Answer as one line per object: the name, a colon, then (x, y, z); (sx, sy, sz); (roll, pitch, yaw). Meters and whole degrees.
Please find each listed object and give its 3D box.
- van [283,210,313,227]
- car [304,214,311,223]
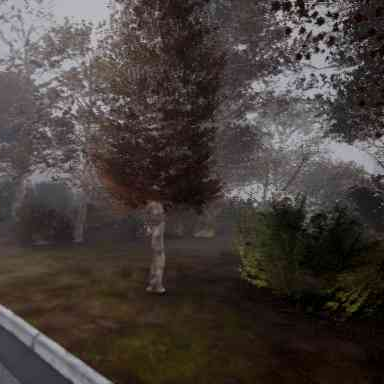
van: (13.818, 3.394, 43.263); (1.878, 1.987, 4.442); (0, -2, 43)
car: (15.792, 3.613, 41.312); (1.946, 1.575, 5.366); (0, -2, 43)
